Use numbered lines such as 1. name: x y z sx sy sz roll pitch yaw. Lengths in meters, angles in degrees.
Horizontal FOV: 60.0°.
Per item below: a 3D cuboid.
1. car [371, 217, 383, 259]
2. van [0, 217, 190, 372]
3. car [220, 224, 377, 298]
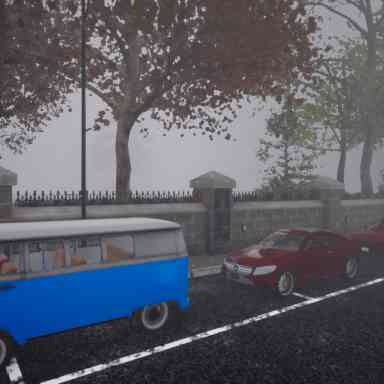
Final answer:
1. car: 7.232 1.545 11.686 4.507 1.381 1.887 0 0 -35
2. van: -1.950 1.341 5.166 3.998 1.788 1.690 0 0 -35
3. car: 2.641 1.582 8.426 4.206 1.307 1.802 0 0 -35
